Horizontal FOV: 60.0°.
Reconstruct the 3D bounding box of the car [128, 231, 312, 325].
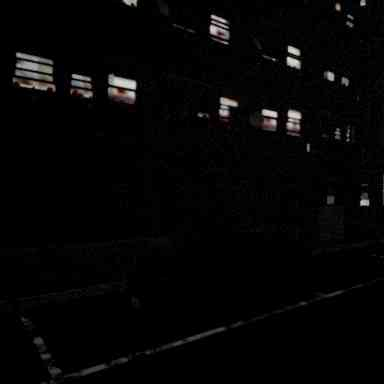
[{"bbox_3d":[0.792,1.565,7.120,4.313,1.339,1.947,0,0,-35],"label":"car"}]
